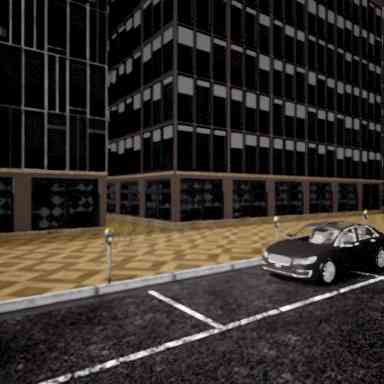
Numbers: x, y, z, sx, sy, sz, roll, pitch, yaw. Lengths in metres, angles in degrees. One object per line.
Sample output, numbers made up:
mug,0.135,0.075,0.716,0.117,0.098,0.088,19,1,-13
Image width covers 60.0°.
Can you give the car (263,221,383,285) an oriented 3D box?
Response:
car,3.865,1.525,9.312,4.403,1.369,2.008,0,0,-35
